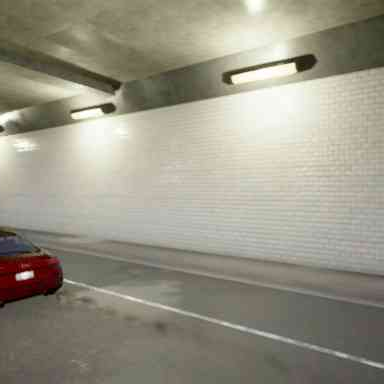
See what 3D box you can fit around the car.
[{"bbox_3d":[-4.755,1.524,7.384,4.181,1.385,1.994,0,0,35],"label":"car"}]
